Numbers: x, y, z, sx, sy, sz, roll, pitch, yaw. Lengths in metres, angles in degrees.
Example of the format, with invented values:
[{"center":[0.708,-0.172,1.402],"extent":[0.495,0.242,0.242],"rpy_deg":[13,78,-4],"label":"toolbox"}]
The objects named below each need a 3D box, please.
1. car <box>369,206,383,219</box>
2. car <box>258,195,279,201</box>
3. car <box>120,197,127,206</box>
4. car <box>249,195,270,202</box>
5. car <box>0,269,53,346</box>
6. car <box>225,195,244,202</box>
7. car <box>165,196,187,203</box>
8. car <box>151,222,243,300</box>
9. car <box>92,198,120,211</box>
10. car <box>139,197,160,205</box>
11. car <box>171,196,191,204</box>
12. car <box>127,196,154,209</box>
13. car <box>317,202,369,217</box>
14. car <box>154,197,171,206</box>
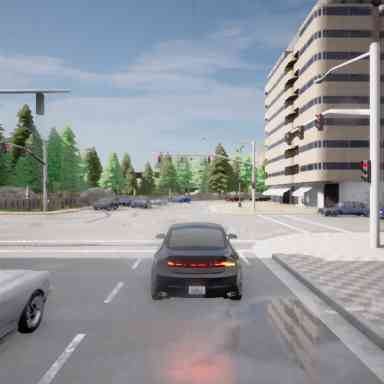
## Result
[{"center":[17.692,1.581,27.518],"extent":[4.674,1.442,1.812],"rpy_deg":[0,0,0],"label":"car"},{"center":[18.493,1.500,80.591],"extent":[4.892,1.490,1.837],"rpy_deg":[0,0,-22],"label":"car"},{"center":[-10.004,1.547,50.970],"extent":[2.033,1.411,5.357],"rpy_deg":[0,0,6],"label":"car"},{"center":[15.170,1.595,74.804],"extent":[4.718,1.301,1.895],"rpy_deg":[0,0,-33],"label":"car"},{"center":[-3.427,1.601,3.832],"extent":[1.895,1.301,4.718],"rpy_deg":[0,0,0],"label":"car"},{"center":[9.696,1.478,75.074],"extent":[5.008,1.535,1.882],"rpy_deg":[0,0,-41],"label":"car"},{"center":[-3.323,1.540,70.742],"extent":[2.033,1.411,5.357],"rpy_deg":[0,0,31],"label":"car"},{"center":[0.114,1.505,8.354],"extent":[1.837,1.490,4.892],"rpy_deg":[0,0,1],"label":"car"},{"center":[-10.443,1.507,40.046],"extent":[1.837,1.490,4.892],"rpy_deg":[0,-1,1],"label":"car"},{"center":[-7.796,1.601,61.237],"extent":[1.895,1.301,4.718],"rpy_deg":[0,0,20],"label":"car"},{"center":[-1.911,1.477,66.024],"extent":[1.882,1.535,5.008],"rpy_deg":[0,0,28],"label":"car"},{"center":[-6.837,1.351,44.679],"extent":[2.097,1.767,4.553],"rpy_deg":[0,0,2],"label":"car"},{"center":[14.595,1.603,31.027],"extent":[5.357,1.411,2.033],"rpy_deg":[0,0,0],"label":"car"},{"center":[-5.666,1.601,56.109],"extent":[1.895,1.301,4.718],"rpy_deg":[0,0,14],"label":"car"}]
